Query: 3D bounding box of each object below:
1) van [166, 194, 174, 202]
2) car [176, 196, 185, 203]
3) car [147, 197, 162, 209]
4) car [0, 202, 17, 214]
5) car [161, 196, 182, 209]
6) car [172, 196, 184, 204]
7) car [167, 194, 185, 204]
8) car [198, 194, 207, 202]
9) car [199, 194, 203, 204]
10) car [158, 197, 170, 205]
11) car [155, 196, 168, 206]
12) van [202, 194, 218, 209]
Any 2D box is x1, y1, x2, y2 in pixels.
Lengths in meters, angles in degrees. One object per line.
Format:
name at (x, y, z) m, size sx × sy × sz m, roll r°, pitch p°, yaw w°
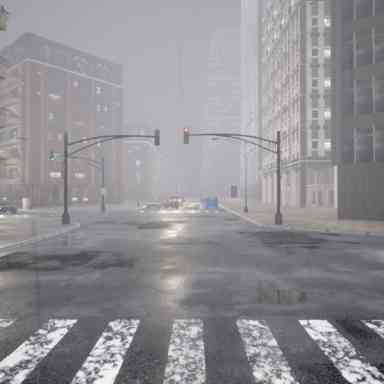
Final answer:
van at (-5.150, 1.474, 79.311) m, size 1.690 × 1.788 × 3.998 m, roll 0°, pitch 0°, yaw 0°
car at (-2.597, 1.672, 75.226) m, size 1.994 × 1.385 × 4.181 m, roll 0°, pitch 0°, yaw 0°
car at (-5.219, 1.570, 45.828) m, size 1.752 × 1.417 × 4.829 m, roll 0°, pitch 0°, yaw 0°
car at (-21.071, 1.789, 36.702) m, size 4.718 × 1.301 × 1.895 m, roll -1°, pitch -1°, yaw 41°
car at (-2.737, 1.644, 45.127) m, size 1.895 × 1.301 × 4.718 m, roll 0°, pitch 0°, yaw 0°
car at (-2.658, 1.583, 65.102) m, size 2.128 × 1.511 × 4.902 m, roll 0°, pitch 0°, yaw 1°
car at (-2.708, 1.417, 55.068) m, size 2.097 × 1.767 × 4.553 m, roll 0°, pitch 0°, yaw 1°
car at (2.739, 1.467, 84.850) m, size 2.192 × 1.841 × 5.009 m, roll 0°, pitch 0°, yaw 0°
car at (2.707, 1.644, 68.191) m, size 1.887 × 1.381 × 4.507 m, roll 0°, pitch 0°, yaw 0°
car at (-5.185, 1.650, 62.655) m, size 1.947 × 1.339 × 4.313 m, roll 0°, pitch 0°, yaw 0°
car at (-5.196, 1.510, 57.103) m, size 1.967 × 1.590 × 4.097 m, roll 0°, pitch 0°, yaw 0°
van at (2.663, 1.386, 45.982) m, size 1.690 × 1.788 × 3.998 m, roll 0°, pitch 0°, yaw 0°
